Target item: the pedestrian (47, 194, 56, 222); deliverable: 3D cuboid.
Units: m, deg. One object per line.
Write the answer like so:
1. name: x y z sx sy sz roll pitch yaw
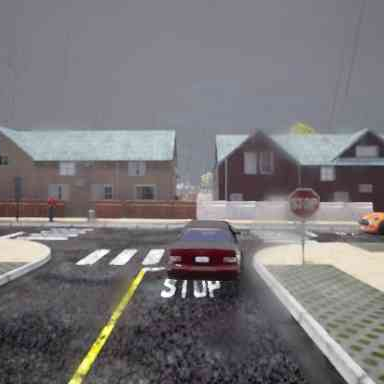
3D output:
1. pedestrian: -9.369 1.045 22.110 0.375 1.860 0.375 0 0 1

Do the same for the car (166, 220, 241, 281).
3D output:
1. car: 0.481 1.543 9.879 2.033 1.411 5.357 0 0 6

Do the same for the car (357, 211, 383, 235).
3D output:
1. car: 11.867 1.471 18.726 4.553 1.767 2.097 1 0 1
